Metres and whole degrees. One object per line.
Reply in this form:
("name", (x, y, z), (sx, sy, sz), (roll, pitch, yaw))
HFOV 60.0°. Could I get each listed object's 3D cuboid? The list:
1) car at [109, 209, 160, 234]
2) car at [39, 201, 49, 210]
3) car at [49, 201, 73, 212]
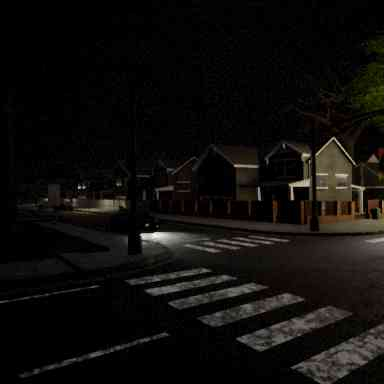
("car", (-3.748, 1.775, 21.113), (1.994, 1.385, 4.181), (-1, 0, -34))
("car", (-24.230, 2.187, 55.544), (1.994, 1.385, 4.181), (-1, 0, -35))
("car", (-18.253, 1.985, 47.015), (2.128, 1.511, 4.902), (-1, 0, -34))
